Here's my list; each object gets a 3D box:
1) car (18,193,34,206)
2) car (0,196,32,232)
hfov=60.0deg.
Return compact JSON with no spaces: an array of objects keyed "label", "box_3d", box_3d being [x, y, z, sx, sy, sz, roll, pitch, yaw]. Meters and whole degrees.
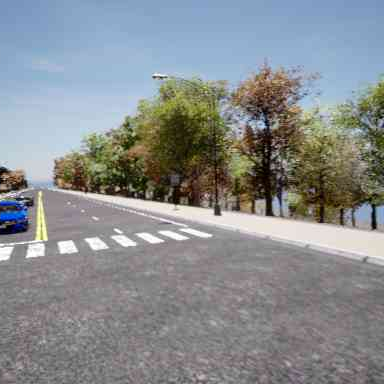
[{"label":"car","box_3d":[-19.502,0.935,38.784,2.128,1.511,4.902,-3,2,-25]},{"label":"car","box_3d":[-10.015,1.282,18.077,1.882,1.535,5.008,-3,3,-25]}]
